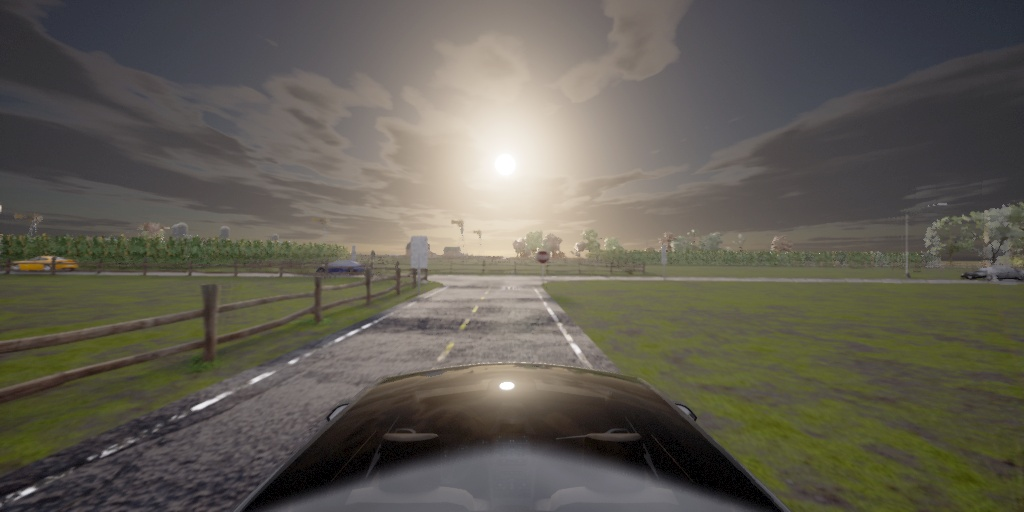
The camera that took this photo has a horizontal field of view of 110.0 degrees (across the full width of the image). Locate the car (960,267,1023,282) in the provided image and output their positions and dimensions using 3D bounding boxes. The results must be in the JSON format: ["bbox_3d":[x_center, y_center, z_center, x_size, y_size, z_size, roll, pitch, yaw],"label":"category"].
[{"bbox_3d":[47.950,1.770,35.459,5.357,1.411,2.033,1,-1,0],"label":"car"}]

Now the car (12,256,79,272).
[{"bbox_3d":[-45.705,0.761,35.155,5.008,1.535,1.882,0,-1,0],"label":"car"}]

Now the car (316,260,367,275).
[{"bbox_3d":[-16.659,1.107,35.220,4.674,1.442,1.812,1,-1,0],"label":"car"}]
